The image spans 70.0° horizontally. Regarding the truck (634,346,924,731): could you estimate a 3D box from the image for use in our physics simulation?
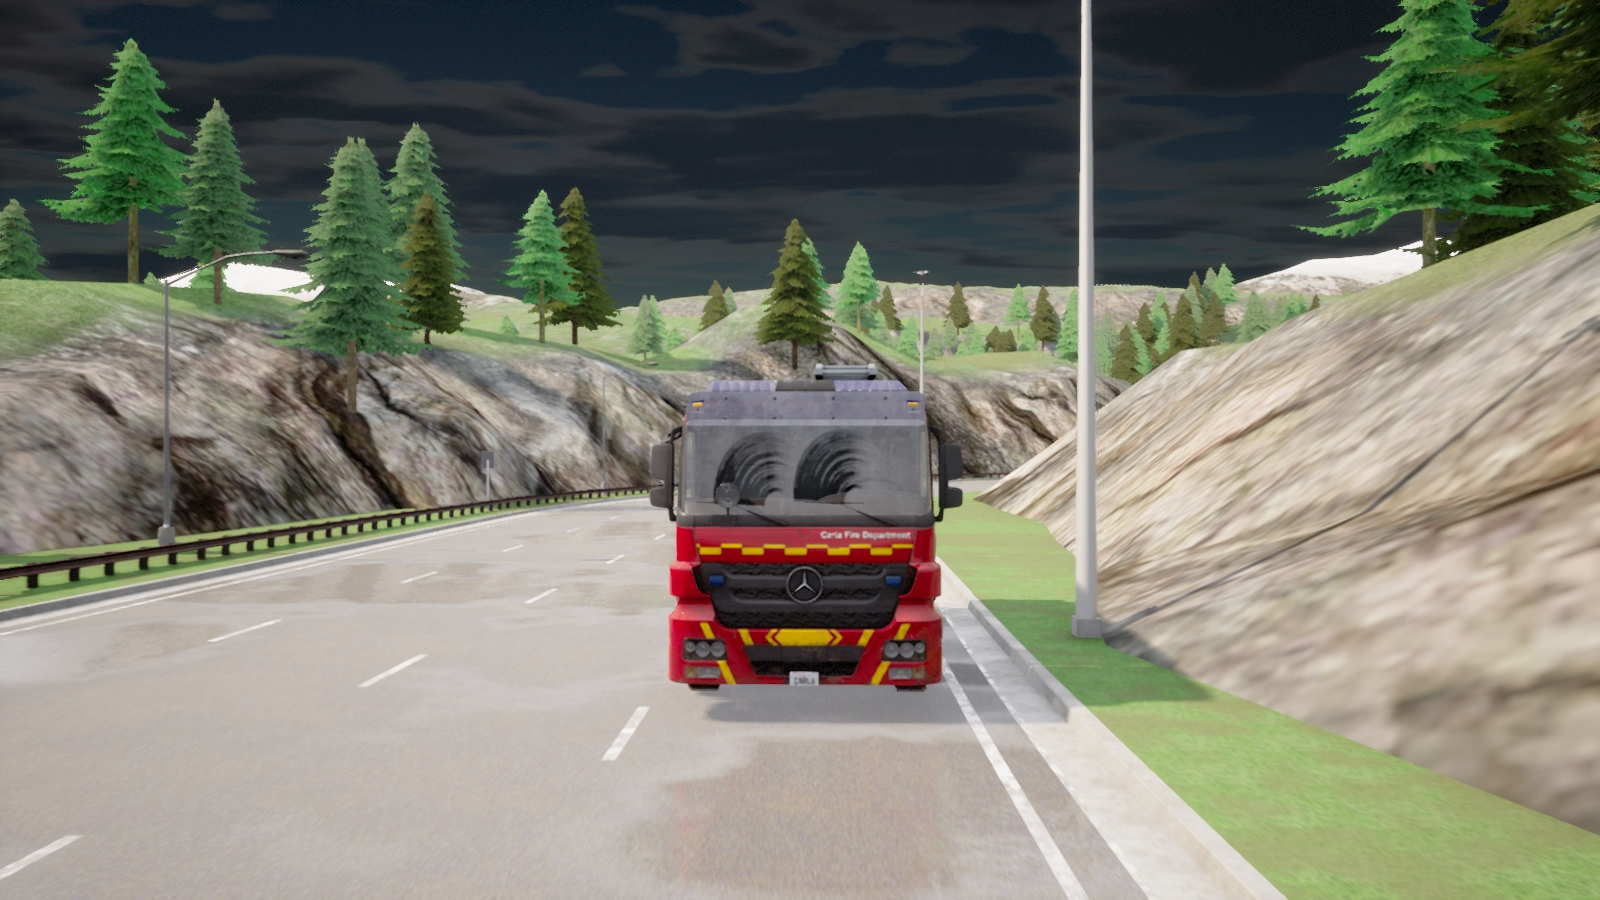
[{"bbox_3d":[-0.100,0.878,15.636,2.891,3.827,8.468,0,0,2],"label":"truck"}]
